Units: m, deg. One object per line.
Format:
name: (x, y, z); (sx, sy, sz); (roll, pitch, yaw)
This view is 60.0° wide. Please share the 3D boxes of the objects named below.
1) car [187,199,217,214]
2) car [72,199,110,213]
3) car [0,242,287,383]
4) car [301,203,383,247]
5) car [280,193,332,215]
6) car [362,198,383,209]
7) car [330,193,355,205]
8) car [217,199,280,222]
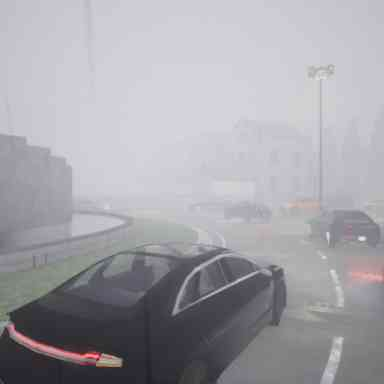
car: (1.989, 1.431, 34.569); (4.902, 1.511, 2.128); (0, 0, -3)
car: (-10.746, 1.478, 34.166); (4.674, 1.442, 1.812); (0, 0, 16)
car: (-0.065, 1.483, 4.733); (2.128, 1.511, 4.902); (0, 0, 31)
car: (6.537, 1.475, 14.833); (1.837, 1.490, 4.892); (0, 0, 4)
car: (10.722, 1.287, 32.383); (4.553, 1.767, 2.097); (0, 0, -15)
car: (20.397, 1.398, 35.570); (5.008, 1.535, 1.882); (0, 0, -25)
car: (15.770, 1.145, 37.495); (5.566, 2.045, 2.150); (0, 0, -21)
car: (4.173, 1.444, 25.647); (2.128, 1.511, 4.902); (0, 0, -23)
